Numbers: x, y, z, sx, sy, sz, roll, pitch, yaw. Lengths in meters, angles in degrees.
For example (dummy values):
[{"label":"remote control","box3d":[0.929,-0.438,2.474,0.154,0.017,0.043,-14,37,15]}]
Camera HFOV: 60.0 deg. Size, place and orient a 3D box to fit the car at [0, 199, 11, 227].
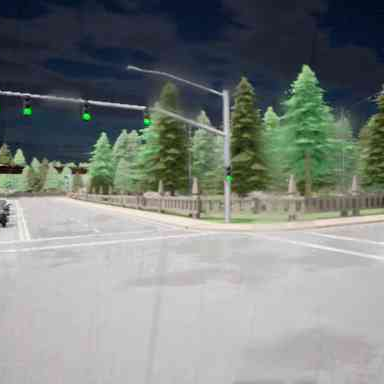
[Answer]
[{"label":"car","box3d":[-13.390,1.450,22.215,1.882,1.535,5.008,-1,1,-27]}]
